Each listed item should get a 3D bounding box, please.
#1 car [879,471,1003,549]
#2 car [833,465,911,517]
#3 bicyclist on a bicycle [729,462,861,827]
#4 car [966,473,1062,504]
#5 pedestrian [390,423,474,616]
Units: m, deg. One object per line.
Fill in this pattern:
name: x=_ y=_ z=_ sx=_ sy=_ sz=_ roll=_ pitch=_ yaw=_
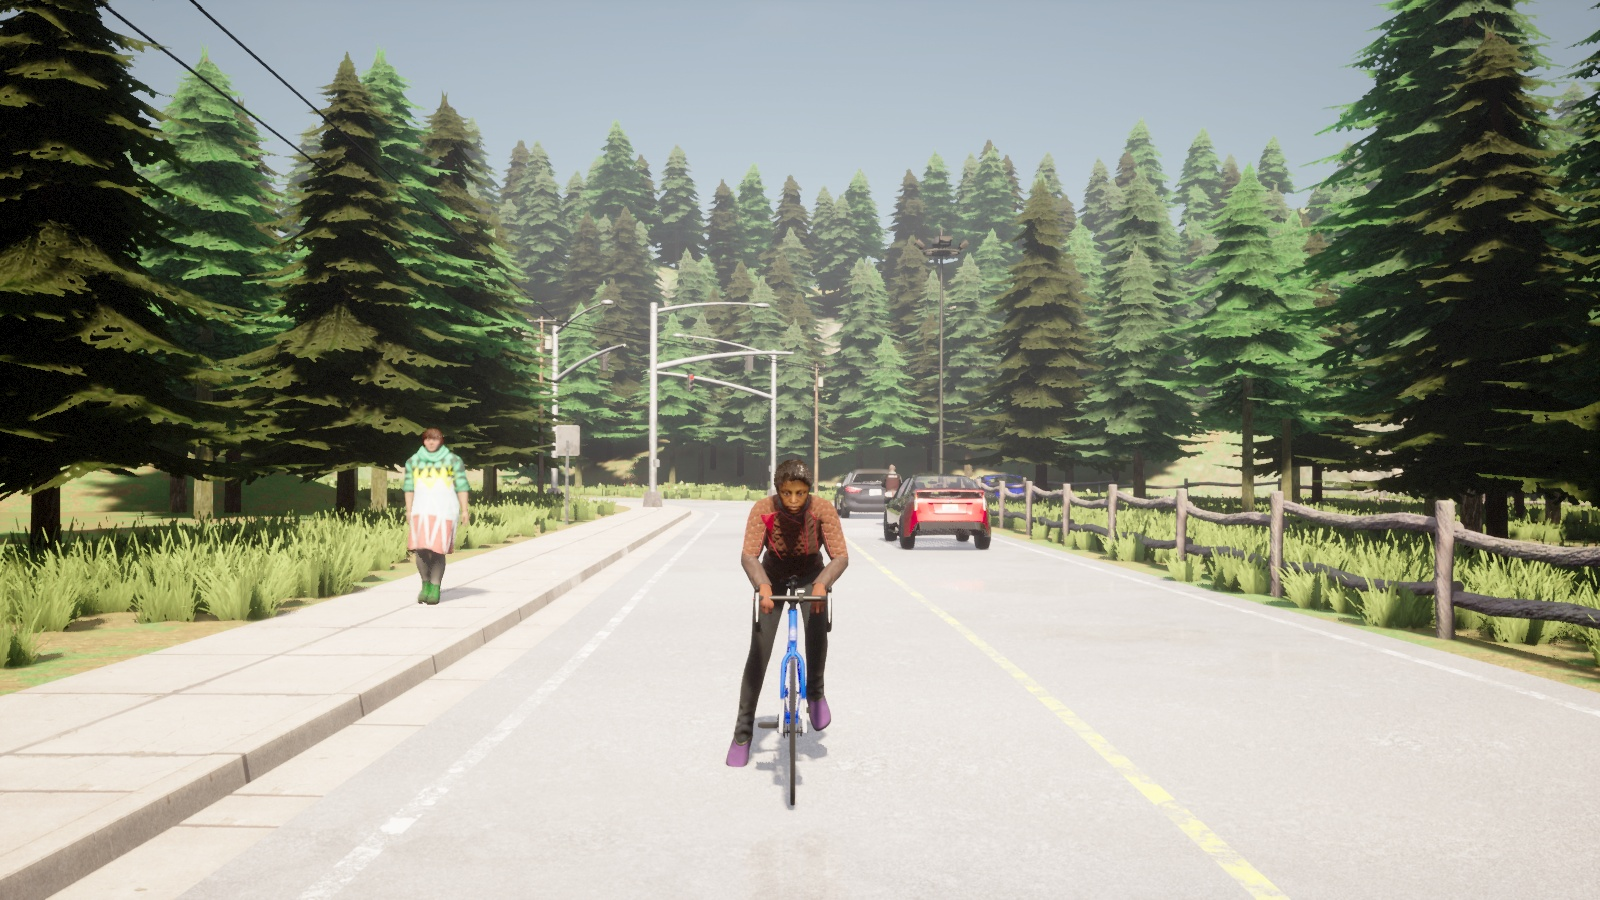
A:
car: x=2.901 y=1.207 z=26.798 sx=2.007 sy=1.525 sz=4.514 roll=0 pitch=-1 yaw=-2
car: x=2.401 y=1.381 z=43.205 sx=2.242 sy=1.667 sz=4.611 roll=0 pitch=-1 yaw=-2
bicyclist on a bicycle: x=-0.030 y=0.875 z=6.417 sx=0.582 sy=1.620 sz=1.656 roll=0 pitch=-1 yaw=-1
car: x=10.341 y=1.838 z=60.696 sx=4.193 sy=1.474 sz=1.816 roll=0 pitch=-1 yaw=-12
pedestrian: x=-3.854 y=0.711 z=13.195 sx=0.659 sy=1.952 sz=0.873 roll=0 pitch=-1 yaw=-3
